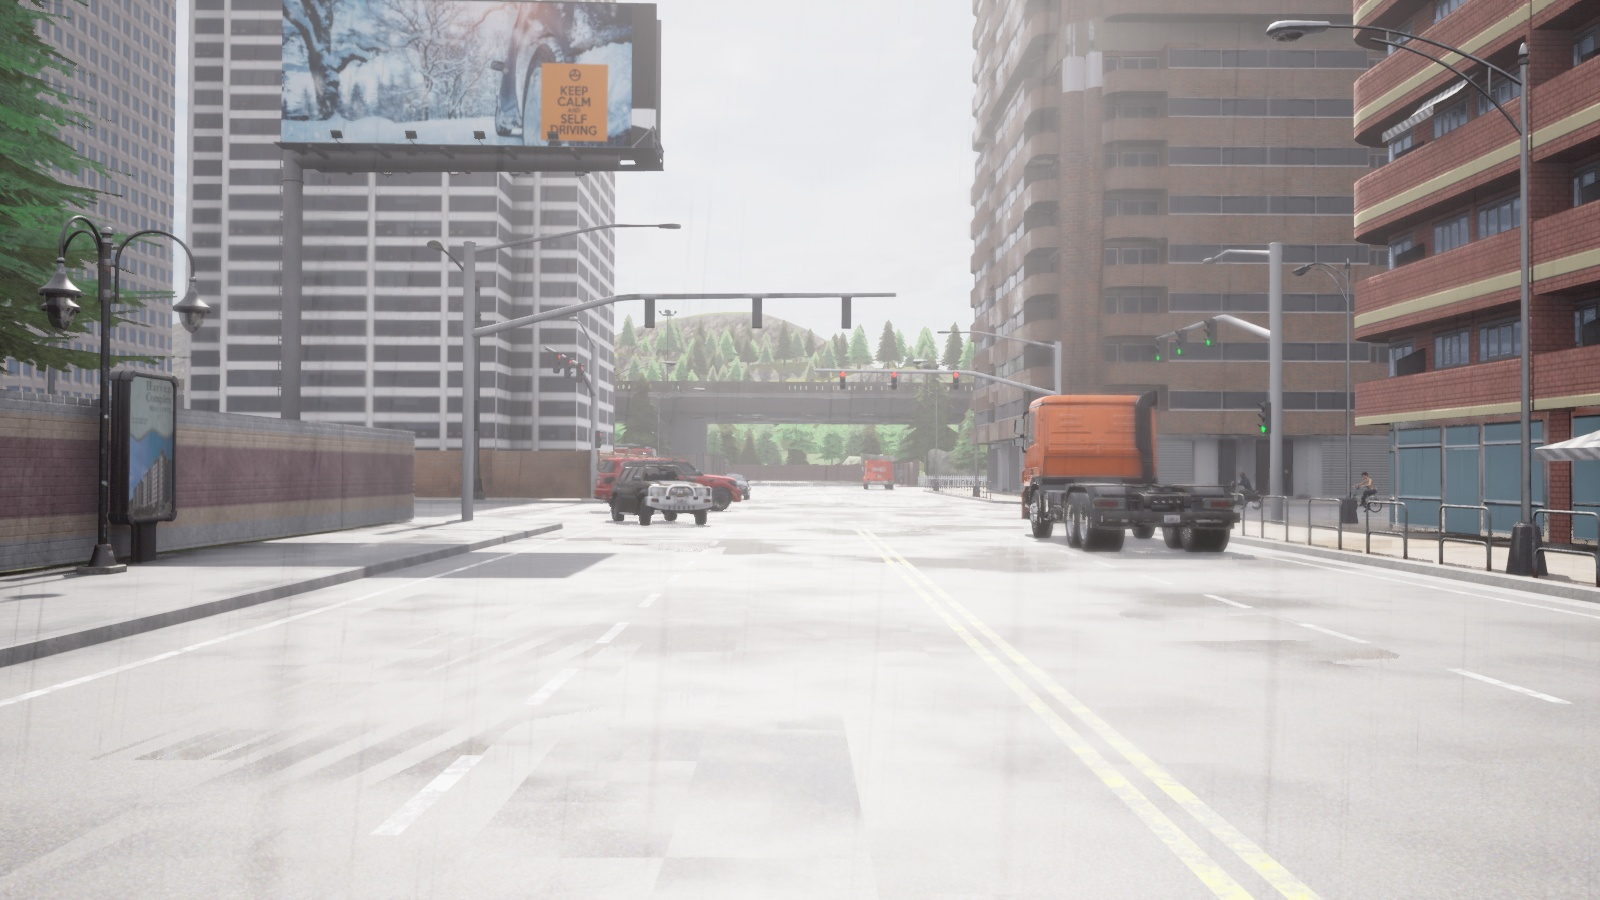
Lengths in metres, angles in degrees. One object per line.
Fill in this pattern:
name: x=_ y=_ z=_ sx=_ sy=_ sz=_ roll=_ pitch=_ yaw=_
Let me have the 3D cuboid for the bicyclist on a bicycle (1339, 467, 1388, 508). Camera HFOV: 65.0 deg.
bicyclist on a bicycle: x=22.322 y=1.495 z=49.752 sx=1.509 sy=1.612 sz=0.866 roll=0 pitch=-1 yaw=0

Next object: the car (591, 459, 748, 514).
car: x=-4.987 y=1.357 z=47.976 sx=5.566 sy=2.045 sz=2.150 roll=0 pitch=-1 yaw=-22

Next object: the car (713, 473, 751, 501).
car: x=-3.696 y=2.011 z=68.991 sx=1.812 sy=1.442 sz=4.674 roll=0 pitch=-1 yaw=0

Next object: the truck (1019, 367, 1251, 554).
truck: x=6.917 y=0.263 z=27.349 sx=2.891 sy=3.462 sz=7.936 roll=0 pitch=-1 yaw=0

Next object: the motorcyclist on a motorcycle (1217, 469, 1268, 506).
motorcyclist on a motorcycle: x=18.769 y=1.585 z=53.265 sx=1.817 sy=1.590 sz=0.866 roll=0 pitch=-1 yaw=0

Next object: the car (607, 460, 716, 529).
car: x=-4.098 y=1.261 z=36.594 sx=1.932 sy=1.855 sz=4.605 roll=1 pitch=-1 yaw=-22
